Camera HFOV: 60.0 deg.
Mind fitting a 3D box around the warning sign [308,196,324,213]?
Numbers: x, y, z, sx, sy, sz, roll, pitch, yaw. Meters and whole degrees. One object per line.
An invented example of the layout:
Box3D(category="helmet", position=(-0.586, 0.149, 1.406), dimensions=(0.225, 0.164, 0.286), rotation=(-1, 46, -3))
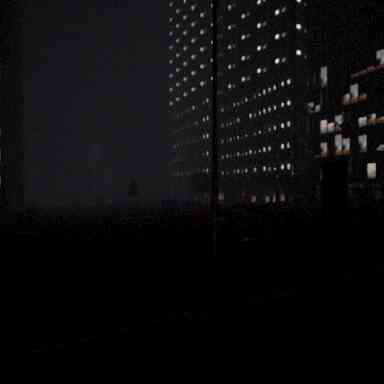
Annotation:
Box3D(category="warning sign", position=(13.706, 1.348, 36.846), dimensions=(1.300, 1.860, 1.060), rotation=(1, 0, -26))

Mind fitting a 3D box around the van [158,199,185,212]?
Box3D(category="van", position=(-2.947, 1.856, 46.634), dimensions=(1.690, 1.788, 3.998), rotation=(-1, 0, -26))

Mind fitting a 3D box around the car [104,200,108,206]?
Box3D(category="car", position=(-22.390, 2.857, 87.205), dimensions=(1.887, 1.381, 4.507), rotation=(-1, -1, -26))

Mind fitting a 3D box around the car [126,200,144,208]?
Box3D(category="car", position=(-10.236, 2.359, 61.847), dimensions=(2.008, 1.369, 4.403), rotation=(-1, -1, -26))

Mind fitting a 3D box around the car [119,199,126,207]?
Box3D(category="car", position=(-12.594, 2.430, 66.766), dimensions=(1.752, 1.417, 4.829), rotation=(-1, -1, -26))

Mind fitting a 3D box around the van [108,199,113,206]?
Box3D(category="van", position=(-17.533, 2.450, 77.063), dimensions=(1.690, 1.788, 3.998), rotation=(-1, -1, -26))

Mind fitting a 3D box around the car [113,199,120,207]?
Box3D(category="car", position=(-15.098, 2.553, 71.991), dimensions=(1.887, 1.381, 4.507), rotation=(-1, -1, -26))

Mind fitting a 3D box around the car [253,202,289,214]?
Box3D(category="car", position=(9.477, 1.881, 40.111), dimensions=(1.947, 1.339, 4.313), rotation=(-1, 0, -26))

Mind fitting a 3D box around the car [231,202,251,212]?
Box3D(category="car", position=(7.046, 1.976, 45.182), dimensions=(1.947, 1.339, 4.313), rotation=(-1, 0, -26))

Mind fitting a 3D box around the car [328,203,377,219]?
Box3D(category="car", position=(14.339, 1.679, 29.967), dimensions=(2.008, 1.369, 4.403), rotation=(-1, 0, -26))

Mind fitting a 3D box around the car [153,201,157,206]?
Box3D(category="car", position=(-7.540, 2.580, 75.613), dimensions=(1.802, 1.307, 4.206), rotation=(-1, 0, -26))

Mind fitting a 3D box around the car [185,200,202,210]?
Box3D(category="car", position=(-0.143, 2.081, 54.088), dimensions=(1.882, 1.535, 5.008), rotation=(0, -1, -25))

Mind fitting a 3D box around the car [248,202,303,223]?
Box3D(category="car", position=(6.783, 1.688, 26.344), dimensions=(2.008, 1.369, 4.403), rotation=(-1, 0, -26))
